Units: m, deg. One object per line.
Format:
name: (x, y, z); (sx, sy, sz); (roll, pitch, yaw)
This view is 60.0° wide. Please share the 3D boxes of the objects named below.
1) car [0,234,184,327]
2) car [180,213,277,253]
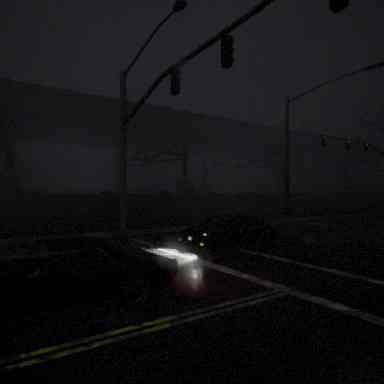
car: (-2.693, 1.601, 6.372); (4.718, 1.301, 1.895); (0, 0, -35)
car: (1.544, 1.565, 13.669); (4.181, 1.385, 1.994); (0, 0, -35)
